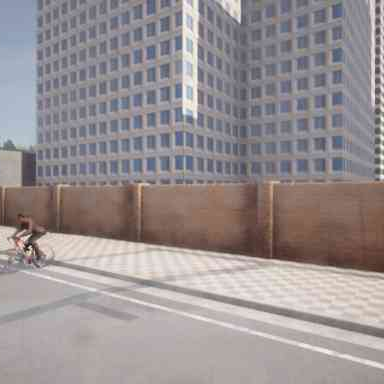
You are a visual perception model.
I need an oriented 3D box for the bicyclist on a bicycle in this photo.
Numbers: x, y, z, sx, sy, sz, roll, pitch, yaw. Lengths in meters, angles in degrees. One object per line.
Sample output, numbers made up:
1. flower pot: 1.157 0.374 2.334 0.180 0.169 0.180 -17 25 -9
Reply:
1. bicyclist on a bicycle: -4.611 1.404 9.314 0.582 1.620 1.656 0 0 35
